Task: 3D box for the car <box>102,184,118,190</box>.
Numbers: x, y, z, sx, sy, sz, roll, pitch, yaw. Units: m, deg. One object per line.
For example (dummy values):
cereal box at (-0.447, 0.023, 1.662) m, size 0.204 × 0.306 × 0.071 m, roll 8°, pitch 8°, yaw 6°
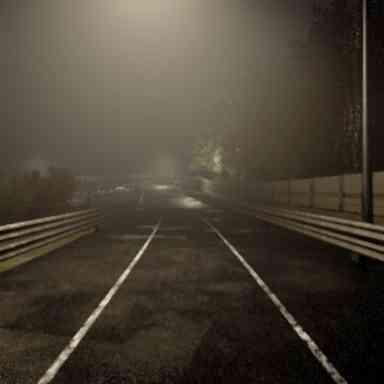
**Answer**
car at (-22.332, -1.239, 90.196) m, size 2.150 × 2.045 × 5.566 m, roll 1°, pitch 4°, yaw 16°
